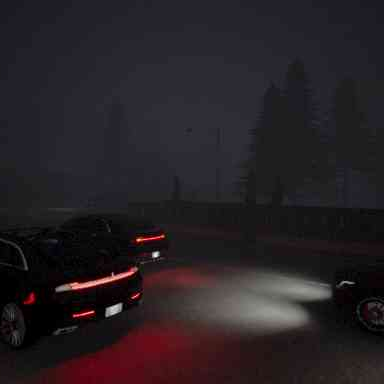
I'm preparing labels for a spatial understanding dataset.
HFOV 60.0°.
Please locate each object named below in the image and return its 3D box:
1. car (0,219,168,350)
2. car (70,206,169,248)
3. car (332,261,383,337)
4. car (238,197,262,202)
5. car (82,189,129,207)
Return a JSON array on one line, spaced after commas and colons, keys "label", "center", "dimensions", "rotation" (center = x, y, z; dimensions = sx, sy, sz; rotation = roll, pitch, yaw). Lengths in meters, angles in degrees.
[{"label": "car", "center": [-3.069, 1.413, 6.140], "dimensions": [4.902, 1.511, 2.128], "rotation": [1, 1, 36]}, {"label": "car", "center": [-2.925, 1.386, 10.348], "dimensions": [4.892, 1.490, 1.837], "rotation": [1, 1, 36]}, {"label": "car", "center": [4.627, 1.525, 4.984], "dimensions": [4.674, 1.442, 1.812], "rotation": [0, 0, 36]}, {"label": "car", "center": [8.791, 0.973, 49.772], "dimensions": [2.097, 1.767, 4.553], "rotation": [1, 1, 37]}, {"label": "car", "center": [-9.590, 0.689, 37.450], "dimensions": [2.150, 2.045, 5.566], "rotation": [1, 1, 38]}]
